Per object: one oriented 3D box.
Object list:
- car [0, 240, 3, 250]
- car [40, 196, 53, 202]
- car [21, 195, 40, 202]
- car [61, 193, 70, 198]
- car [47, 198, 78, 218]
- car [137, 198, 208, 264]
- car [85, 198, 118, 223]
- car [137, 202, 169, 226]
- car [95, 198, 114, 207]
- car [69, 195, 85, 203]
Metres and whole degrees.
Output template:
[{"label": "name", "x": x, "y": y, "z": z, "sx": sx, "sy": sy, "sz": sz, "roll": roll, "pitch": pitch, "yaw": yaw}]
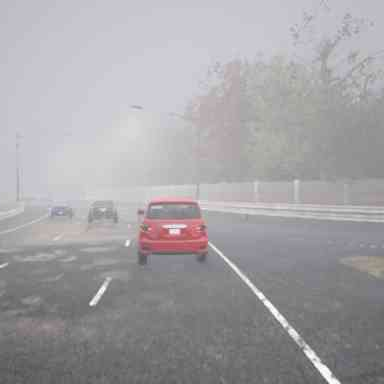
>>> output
[{"label": "car", "x": -7.683, "y": 1.590, "z": 10.232, "sx": 1.994, "sy": 1.385, "sz": 4.181, "roll": 0, "pitch": 0, "yaw": -5}, {"label": "car", "x": -32.346, "y": 1.481, "z": 73.432, "sx": 1.994, "sy": 1.385, "sz": 4.181, "roll": 0, "pitch": 0, "yaw": -45}, {"label": "car", "x": -34.942, "y": 1.415, "z": 71.084, "sx": 1.882, "sy": 1.535, "sz": 5.008, "roll": 0, "pitch": 0, "yaw": -45}, {"label": "car", "x": -27.856, "y": 1.414, "z": 75.508, "sx": 1.837, "sy": 1.490, "sz": 4.892, "roll": 0, "pitch": 0, "yaw": -29}, {"label": "car", "x": -11.693, "y": 1.567, "z": 30.190, "sx": 1.812, "sy": 1.442, "sz": 4.674, "roll": 0, "pitch": 0, "yaw": -16}, {"label": "car", "x": -0.812, "y": 1.225, "z": 12.136, "sx": 2.150, "sy": 2.045, "sz": 5.566, "roll": 0, "pitch": 0, "yaw": -7}, {"label": "car", "x": -7.029, "y": 1.378, "z": 26.445, "sx": 2.097, "sy": 1.767, "sz": 4.553, "roll": 0, "pitch": 0, "yaw": -14}, {"label": "car", "x": -2.998, "y": 1.538, "z": 24.706, "sx": 1.812, "sy": 1.442, "sz": 4.674, "roll": 0, "pitch": 0, "yaw": -13}, {"label": "car", "x": -14.275, "y": 1.653, "z": 53.861, "sx": 1.895, "sy": 1.301, "sz": 4.718, "roll": 0, "pitch": 0, "yaw": -28}, {"label": "car", "x": -23.057, "y": 1.678, "z": 67.946, "sx": 1.895, "sy": 1.301, "sz": 4.718, "roll": 0, "pitch": 0, "yaw": -33}]
